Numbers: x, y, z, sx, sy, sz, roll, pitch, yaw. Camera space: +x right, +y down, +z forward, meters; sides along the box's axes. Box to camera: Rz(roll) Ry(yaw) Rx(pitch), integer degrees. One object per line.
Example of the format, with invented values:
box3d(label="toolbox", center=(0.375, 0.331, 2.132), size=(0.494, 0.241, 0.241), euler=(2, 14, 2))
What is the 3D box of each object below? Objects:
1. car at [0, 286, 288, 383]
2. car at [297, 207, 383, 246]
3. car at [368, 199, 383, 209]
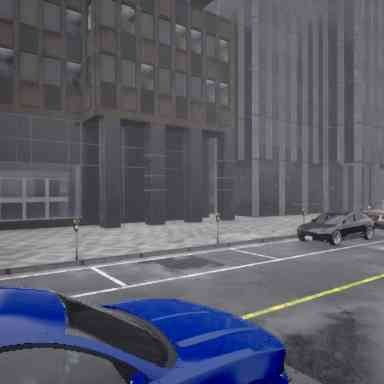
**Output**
box3d(label="car", center=(-1.406, 1.477, 2.319), size=(5.008, 1.535, 1.882), euler=(0, 0, -35))
box3d(label="car", center=(6.687, 1.565, 15.285), size=(4.313, 1.339, 1.947), euler=(0, 0, -35))
box3d(label="car", center=(11.275, 1.314, 18.559), size=(5.009, 1.841, 2.192), euler=(0, 0, -35))
